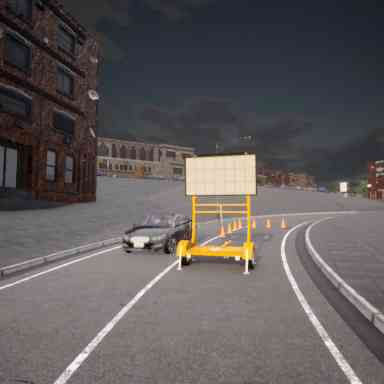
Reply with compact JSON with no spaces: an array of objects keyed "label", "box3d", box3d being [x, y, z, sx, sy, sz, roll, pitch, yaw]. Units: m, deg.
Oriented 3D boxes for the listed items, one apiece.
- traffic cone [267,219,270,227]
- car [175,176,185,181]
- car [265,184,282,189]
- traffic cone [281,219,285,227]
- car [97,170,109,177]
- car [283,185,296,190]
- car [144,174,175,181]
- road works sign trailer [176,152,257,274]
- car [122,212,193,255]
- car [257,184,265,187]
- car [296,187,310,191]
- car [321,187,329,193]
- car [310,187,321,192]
[{"label":"traffic cone","box3d":[5.338,2.166,23.209,0.340,0.580,0.340,-2,-1,17]},{"label":"car","box3d":[-1.374,-2.060,60.900,4.892,1.521,2.231,3,-5,-32]},{"label":"car","box3d":[16.968,-1.034,73.615,4.792,1.488,2.163,3,-6,-37]},{"label":"traffic cone","box3d":[6.290,2.136,22.917,0.340,0.580,0.340,-2,-1,17]},{"label":"car","box3d":[-15.366,-2.775,52.256,4.553,1.767,2.185,2,-5,-32]},{"label":"car","box3d":[21.328,-0.757,76.989,4.674,1.452,2.002,3,-6,-38]},{"label":"car","box3d":[-6.063,-2.266,57.994,4.892,1.521,2.231,2,-5,-32]},{"label":"road works sign trailer","box3d":[0.985,0.528,10.954,2.380,3.560,2.880,-1,-1,18]},{"label":"car","box3d":[-1.226,1.633,14.073,2.128,1.511,4.902,-1,-1,15]},{"label":"car","box3d":[12.378,-1.458,70.212,4.553,1.767,2.185,3,-6,-35]},{"label":"car","box3d":[25.538,-0.526,80.398,4.892,1.521,2.231,4,-6,-39]},{"label":"car","box3d":[34.043,-0.135,87.749,5.566,2.045,2.435,5,-6,-41]},{"label":"car","box3d":[29.833,-0.344,84.044,4.553,1.767,2.185,4,-6,-40]}]
